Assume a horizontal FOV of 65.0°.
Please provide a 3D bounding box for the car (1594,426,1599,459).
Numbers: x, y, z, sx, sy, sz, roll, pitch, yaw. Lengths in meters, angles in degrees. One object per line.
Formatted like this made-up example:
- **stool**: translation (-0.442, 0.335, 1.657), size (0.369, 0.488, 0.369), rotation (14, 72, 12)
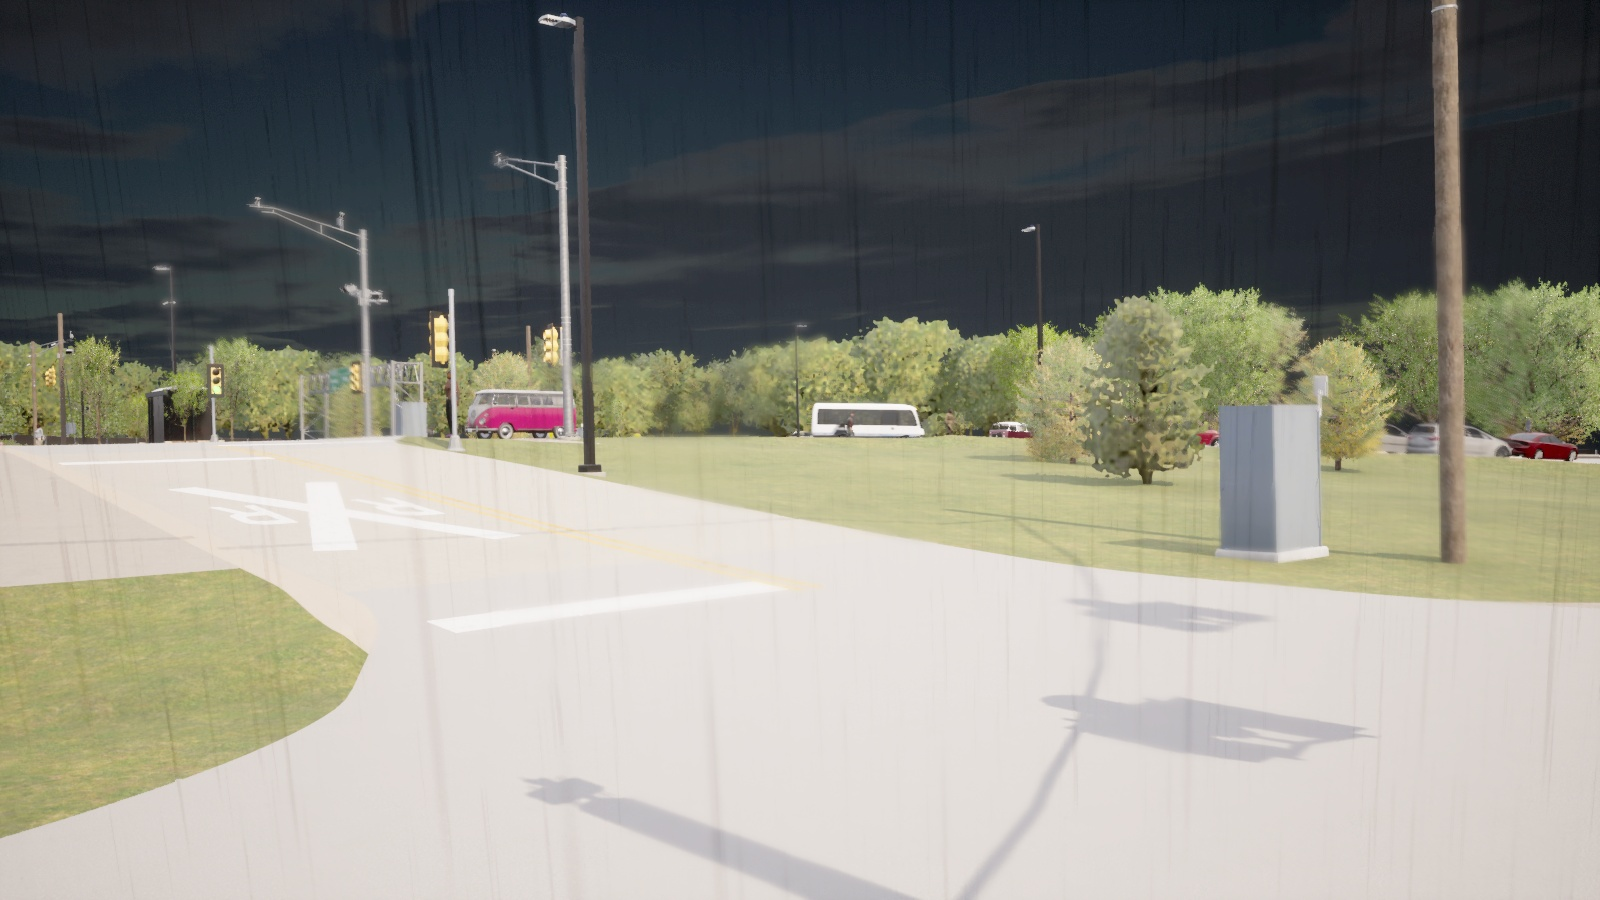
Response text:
- **car**: translation (42.652, -0.382, 63.398), size (5.027, 1.651, 2.152), rotation (-1, 0, -29)

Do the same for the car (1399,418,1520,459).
- **car**: translation (30.553, -0.532, 58.222), size (4.611, 1.667, 2.242), rotation (2, 2, -16)

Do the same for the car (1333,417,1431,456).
- **car**: translation (29.104, -0.683, 62.879), size (3.988, 1.617, 1.851), rotation (3, 4, -10)

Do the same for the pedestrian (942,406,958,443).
- **pedestrian**: translation (7.894, -1.346, 66.079), size (0.396, 1.930, 0.692), rotation (-2, 1, -42)

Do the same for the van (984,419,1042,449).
- **van**: translation (15.953, -1.139, 93.915), size (2.069, 2.038, 4.480), rotation (-1, -2, 44)

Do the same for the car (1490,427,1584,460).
- **car**: translation (39.131, -0.340, 66.692), size (5.008, 1.535, 1.882), rotation (1, 6, -29)

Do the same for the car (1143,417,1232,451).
- **car**: translation (18.894, -0.787, 61.282), size (3.705, 1.549, 1.789), rotation (1, 0, -4)

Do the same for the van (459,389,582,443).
- **van**: translation (-10.938, -1.312, 49.343), size (1.775, 1.987, 4.442), rotation (-1, 0, 44)

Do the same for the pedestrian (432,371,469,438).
- **pedestrian**: translation (-9.492, -1.232, 34.094), size (0.869, 1.805, 0.328), rotation (-2, 1, -39)
